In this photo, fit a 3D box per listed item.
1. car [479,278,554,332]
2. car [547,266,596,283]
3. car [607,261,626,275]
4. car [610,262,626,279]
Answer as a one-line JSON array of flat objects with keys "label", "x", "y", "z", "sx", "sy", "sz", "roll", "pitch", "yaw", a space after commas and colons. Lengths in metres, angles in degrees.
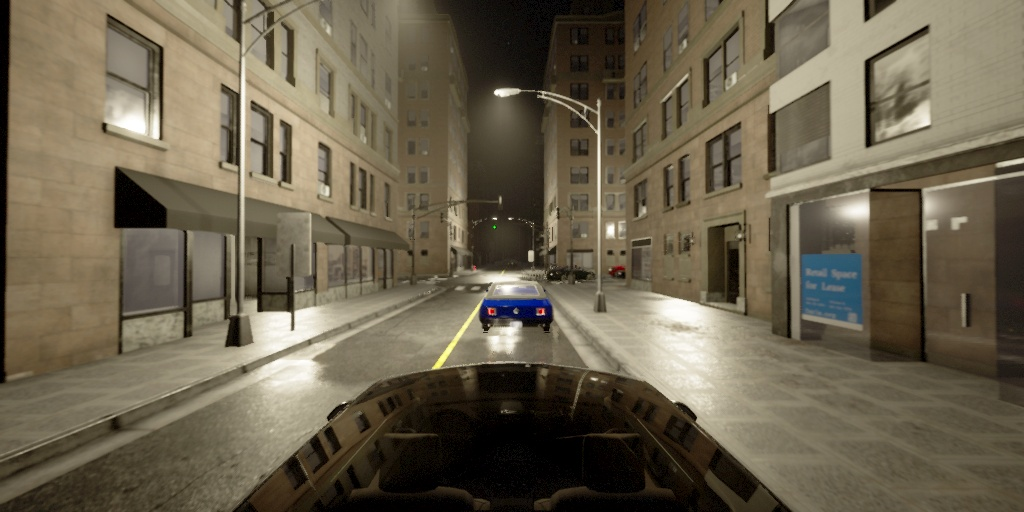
[{"label": "car", "x": 0.112, "y": 1.415, "z": 11.068, "sx": 1.895, "sy": 1.301, "sz": 4.718, "roll": 0, "pitch": 0, "yaw": 0}, {"label": "car", "x": 5.090, "y": 1.519, "z": 30.665, "sx": 4.181, "sy": 1.385, "sz": 1.994, "roll": 0, "pitch": -1, "yaw": -28}, {"label": "car", "x": 12.300, "y": 1.328, "z": 36.475, "sx": 5.009, "sy": 1.841, "sz": 2.192, "roll": 0, "pitch": 0, "yaw": 0}, {"label": "car", "x": 12.484, "y": 1.534, "z": 33.945, "sx": 5.357, "sy": 1.411, "sz": 2.033, "roll": 0, "pitch": -1, "yaw": 0}]
